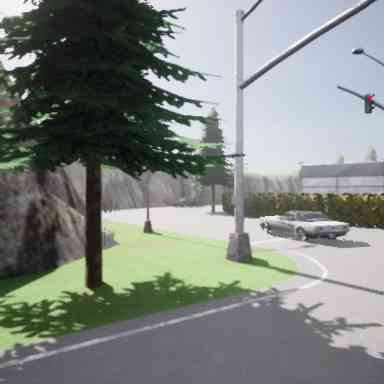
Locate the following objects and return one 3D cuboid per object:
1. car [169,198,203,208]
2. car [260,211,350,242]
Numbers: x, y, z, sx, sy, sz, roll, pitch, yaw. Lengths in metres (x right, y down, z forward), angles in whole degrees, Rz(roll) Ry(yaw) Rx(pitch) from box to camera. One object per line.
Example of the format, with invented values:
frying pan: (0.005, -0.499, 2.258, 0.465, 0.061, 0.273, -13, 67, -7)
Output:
car: (-0.787, 1.505, 48.076, 5.357, 1.411, 2.033, 0, 0, -43)
car: (5.268, 1.581, 16.384, 1.895, 1.301, 4.718, 0, 0, -20)
